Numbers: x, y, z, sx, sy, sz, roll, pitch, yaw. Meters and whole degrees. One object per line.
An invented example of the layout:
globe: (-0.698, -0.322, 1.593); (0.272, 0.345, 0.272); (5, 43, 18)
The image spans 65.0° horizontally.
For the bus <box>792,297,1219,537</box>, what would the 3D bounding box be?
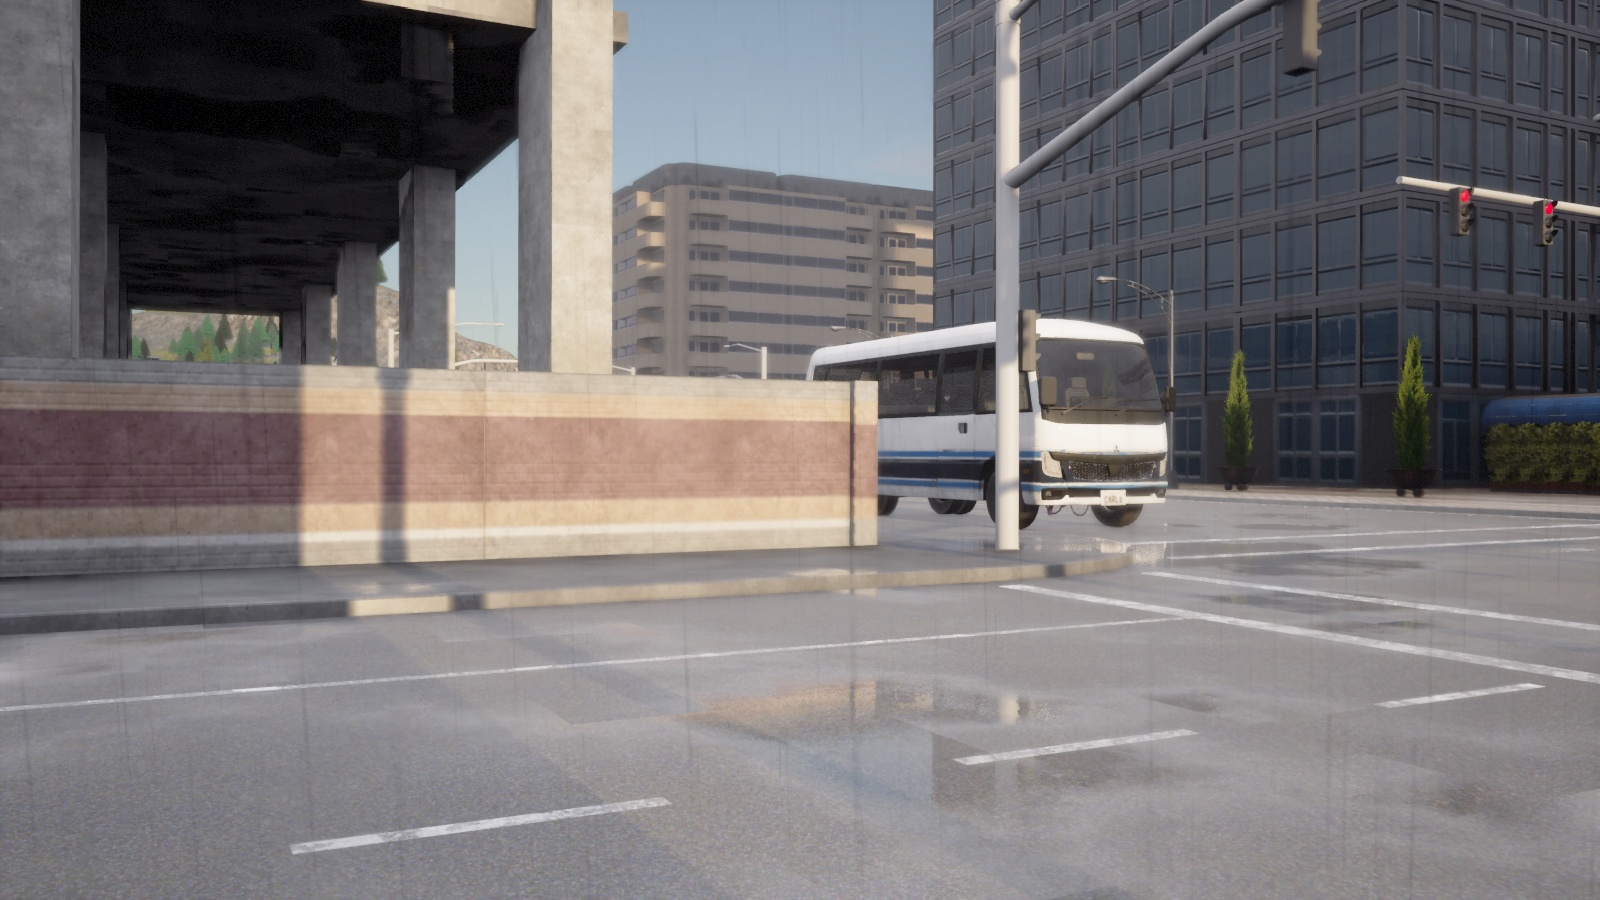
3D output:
bus: (3.924, -0.572, 27.768); (3.944, 4.253, 10.273); (0, 0, -27)
